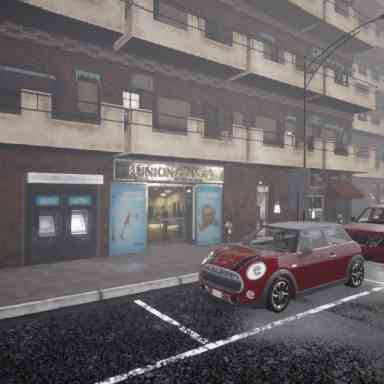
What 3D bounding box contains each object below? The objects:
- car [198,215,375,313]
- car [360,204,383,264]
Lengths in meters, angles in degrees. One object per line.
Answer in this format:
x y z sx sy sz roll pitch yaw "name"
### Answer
2.105 1.442 7.605 4.097 1.590 1.967 0 0 -36 "car"
6.607 1.321 10.827 5.009 1.841 2.192 0 0 -36 "car"
